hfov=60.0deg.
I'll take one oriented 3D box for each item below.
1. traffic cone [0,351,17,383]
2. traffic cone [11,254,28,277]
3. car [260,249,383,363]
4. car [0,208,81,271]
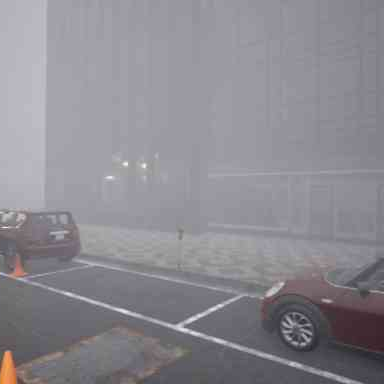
[{"bbox_3d":[-1.970,2.007,3.557,0.340,0.580,0.340,0,-1,37],"label":"traffic cone"},{"bbox_3d":[-4.968,2.076,9.535,0.340,0.580,0.340,0,2,33],"label":"traffic cone"},{"bbox_3d":[3.057,1.546,4.837,4.097,1.590,1.967,0,-1,37],"label":"car"},{"bbox_3d":[-5.957,1.474,11.605,5.009,1.841,2.192,0,-1,37],"label":"car"}]
